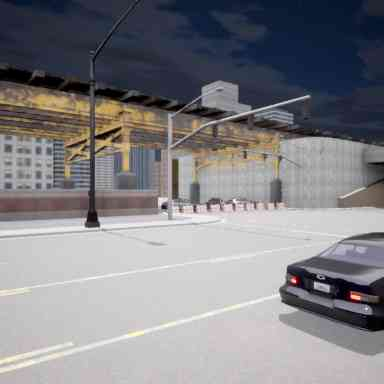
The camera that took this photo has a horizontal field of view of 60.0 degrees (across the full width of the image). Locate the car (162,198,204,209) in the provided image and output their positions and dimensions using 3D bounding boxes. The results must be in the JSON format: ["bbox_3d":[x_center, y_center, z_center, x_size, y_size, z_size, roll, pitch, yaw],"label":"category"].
[{"bbox_3d":[-0.962,1.295,37.830,4.536,1.218,1.853,0,0,8],"label":"car"}]

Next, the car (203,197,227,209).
[{"bbox_3d":[2.850,1.295,40.558,1.853,1.218,4.536,0,0,18],"label":"car"}]

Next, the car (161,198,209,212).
[{"bbox_3d":[-0.911,1.453,37.823,4.974,1.542,2.038,0,0,8],"label":"car"}]

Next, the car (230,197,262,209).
[{"bbox_3d":[6.693,1.295,44.262,4.536,1.218,1.853,0,0,-7],"label":"car"}]

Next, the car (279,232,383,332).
[{"bbox_3d":[4.098,1.547,6.701,5.357,1.411,2.033,0,0,-35],"label":"car"}]

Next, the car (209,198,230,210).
[{"bbox_3d":[2.834,1.453,40.508,2.038,1.542,4.974,0,0,18],"label":"car"}]

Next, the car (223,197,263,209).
[{"bbox_3d":[6.744,1.452,44.268,4.974,1.542,2.038,0,0,-7],"label":"car"}]
